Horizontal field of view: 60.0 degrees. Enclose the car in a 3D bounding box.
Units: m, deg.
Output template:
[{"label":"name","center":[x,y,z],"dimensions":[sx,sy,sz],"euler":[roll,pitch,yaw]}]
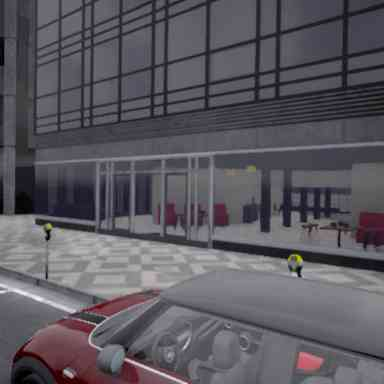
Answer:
[{"label":"car","center":[0.248,1.420,2.785],"dimensions":[4.097,1.590,1.967],"euler":[1,1,36]}]
